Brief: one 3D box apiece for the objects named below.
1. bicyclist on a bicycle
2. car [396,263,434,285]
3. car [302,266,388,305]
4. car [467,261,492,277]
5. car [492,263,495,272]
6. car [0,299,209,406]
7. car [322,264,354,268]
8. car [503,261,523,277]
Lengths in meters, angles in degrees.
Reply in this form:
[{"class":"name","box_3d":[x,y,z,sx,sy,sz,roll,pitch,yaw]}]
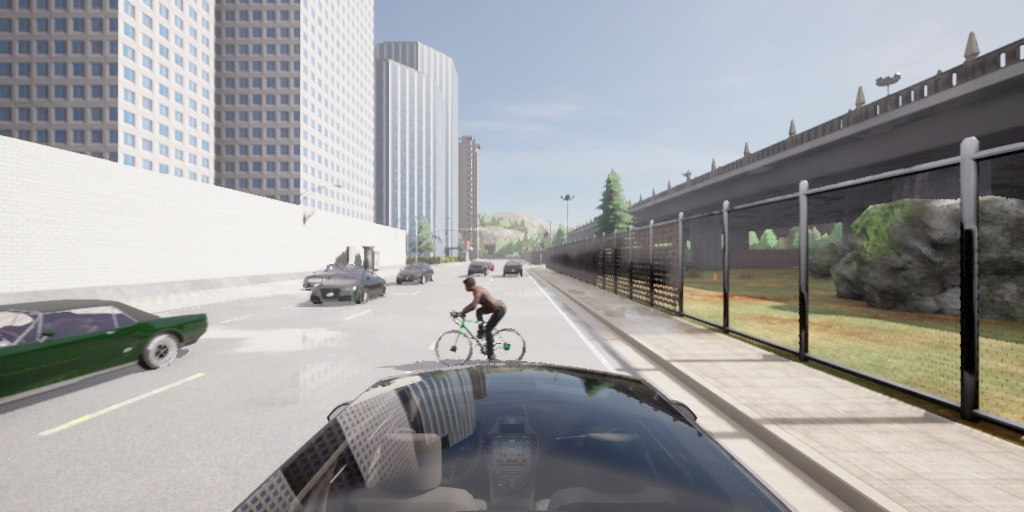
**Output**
[{"class":"bicyclist on a bicycle","box_3d":[-0.587,1.204,6.496,1.656,1.620,0.582,-2,0,0]},{"class":"car","box_3d":[-7.058,1.273,26.555,1.837,1.490,4.892,0,0,0]},{"class":"car","box_3d":[-7.085,1.324,15.979,1.994,1.385,4.181,0,0,0]},{"class":"car","box_3d":[-3.397,1.282,36.497,1.837,1.490,4.892,0,0,0]},{"class":"car","box_3d":[-3.402,1.349,47.963,1.994,1.385,4.181,0,0,0]},{"class":"car","box_3d":[-7.101,1.353,5.021,1.895,1.301,4.718,0,0,0]},{"class":"car","box_3d":[-10.521,1.257,21.538,2.128,1.511,4.902,0,0,1]},{"class":"car","box_3d":[0.102,1.254,36.448,1.882,1.535,5.008,0,0,0]}]
